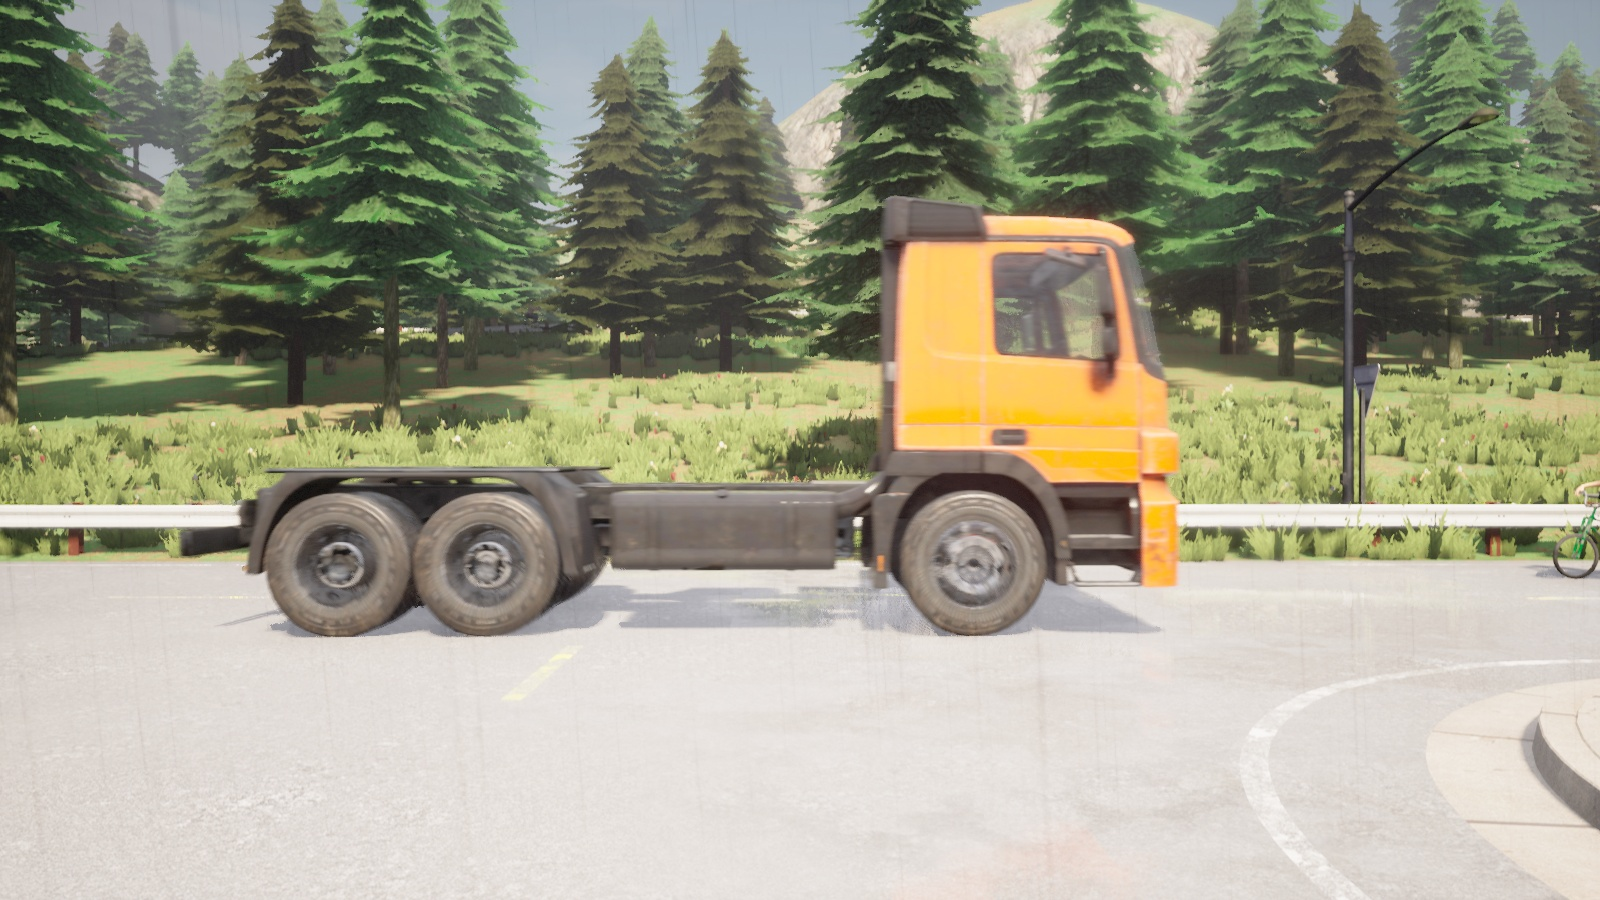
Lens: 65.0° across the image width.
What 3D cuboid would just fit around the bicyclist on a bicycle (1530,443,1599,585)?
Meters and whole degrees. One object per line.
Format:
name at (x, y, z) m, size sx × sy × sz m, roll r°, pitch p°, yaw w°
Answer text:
bicyclist on a bicycle at (9.508, 0.721, 14.610) m, size 1.509 × 1.612 × 0.866 m, roll 0°, pitch 0°, yaw 0°

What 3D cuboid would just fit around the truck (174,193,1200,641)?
truck at (-0.871, -0.250, 11.160) m, size 7.936 × 3.462 × 2.891 m, roll 0°, pitch 0°, yaw 0°
